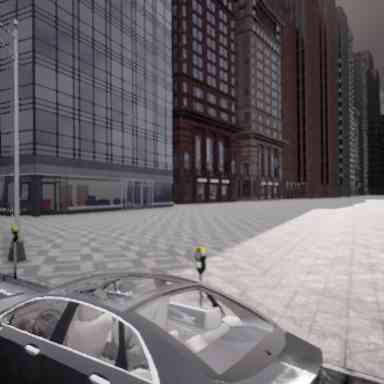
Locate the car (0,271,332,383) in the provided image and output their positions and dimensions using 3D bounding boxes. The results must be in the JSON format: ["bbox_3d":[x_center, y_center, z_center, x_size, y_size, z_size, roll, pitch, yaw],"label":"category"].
[{"bbox_3d":[-0.896,1.552,3.498,4.403,1.369,2.008,0,-1,35],"label":"car"}]
